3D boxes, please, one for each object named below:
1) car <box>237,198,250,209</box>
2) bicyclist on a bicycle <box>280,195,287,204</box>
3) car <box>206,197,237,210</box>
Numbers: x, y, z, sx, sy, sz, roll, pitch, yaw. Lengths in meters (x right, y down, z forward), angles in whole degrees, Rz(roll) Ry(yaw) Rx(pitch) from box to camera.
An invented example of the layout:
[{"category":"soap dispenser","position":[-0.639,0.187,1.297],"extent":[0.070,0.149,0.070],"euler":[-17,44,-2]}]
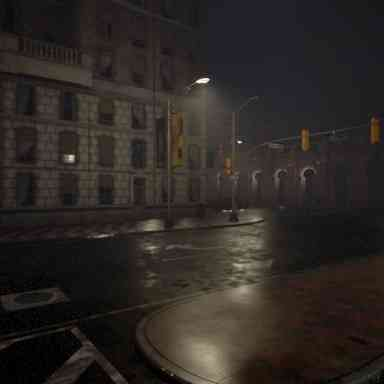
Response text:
[{"category":"car","position":[5.729,1.505,45.396],"extent":[1.837,1.490,4.892],"euler":[0,0,-36]},{"category":"bicyclist on a bicycle","position":[15.552,1.300,56.504],"extent":[1.656,1.620,0.582],"euler":[0,0,-36]},{"category":"car","position":[2.929,1.547,43.285],"extent":[2.033,1.411,5.357],"euler":[0,0,-36]}]
